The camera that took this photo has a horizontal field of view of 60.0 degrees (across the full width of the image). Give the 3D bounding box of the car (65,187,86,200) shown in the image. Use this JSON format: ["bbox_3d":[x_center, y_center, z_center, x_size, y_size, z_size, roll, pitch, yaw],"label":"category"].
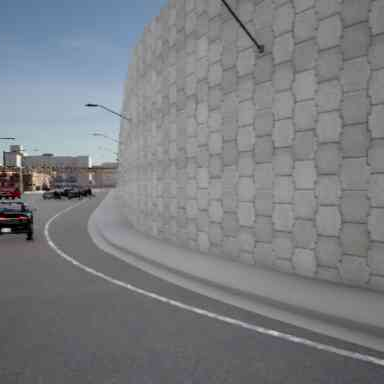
[{"bbox_3d":[-18.241,0.433,52.118,1.837,1.490,4.892,-1,1,-13],"label":"car"}]

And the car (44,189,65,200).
[{"bbox_3d":[-21.740,0.449,51.745,2.128,1.511,4.902,-1,1,-13],"label":"car"}]

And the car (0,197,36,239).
[{"bbox_3d":[-8.126,1.199,14.853,2.128,1.511,4.902,-1,1,-26],"label":"car"}]

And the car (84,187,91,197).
[{"bbox_3d":[-20.654,0.207,62.238,2.128,1.511,4.902,-1,1,-13],"label":"car"}]

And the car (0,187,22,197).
[{"bbox_3d":[-29.626,0.167,54.346,2.150,2.045,5.566,-1,1,-13],"label":"car"}]

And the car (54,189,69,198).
[{"bbox_3d":[-24.157,0.222,61.847,1.882,1.535,5.008,-1,1,-13],"label":"car"}]

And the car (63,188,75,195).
[{"bbox_3d":[-26.430,-0.128,71.555,1.837,1.490,4.892,-1,1,-13],"label":"car"}]
